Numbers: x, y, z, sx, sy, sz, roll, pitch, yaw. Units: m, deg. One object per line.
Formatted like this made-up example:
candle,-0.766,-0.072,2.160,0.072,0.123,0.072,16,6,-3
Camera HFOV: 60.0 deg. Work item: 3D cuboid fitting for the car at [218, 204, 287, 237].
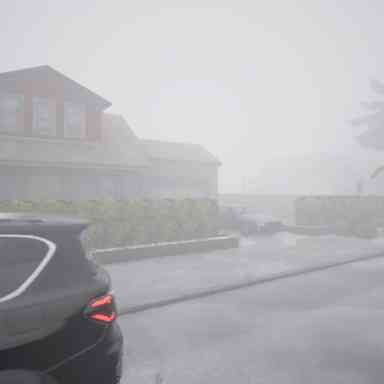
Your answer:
car,2.261,1.356,17.010,2.033,1.415,5.357,0,0,-33

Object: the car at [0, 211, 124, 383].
car,-3.252,1.221,2.286,5.566,2.045,2.150,0,0,-36
